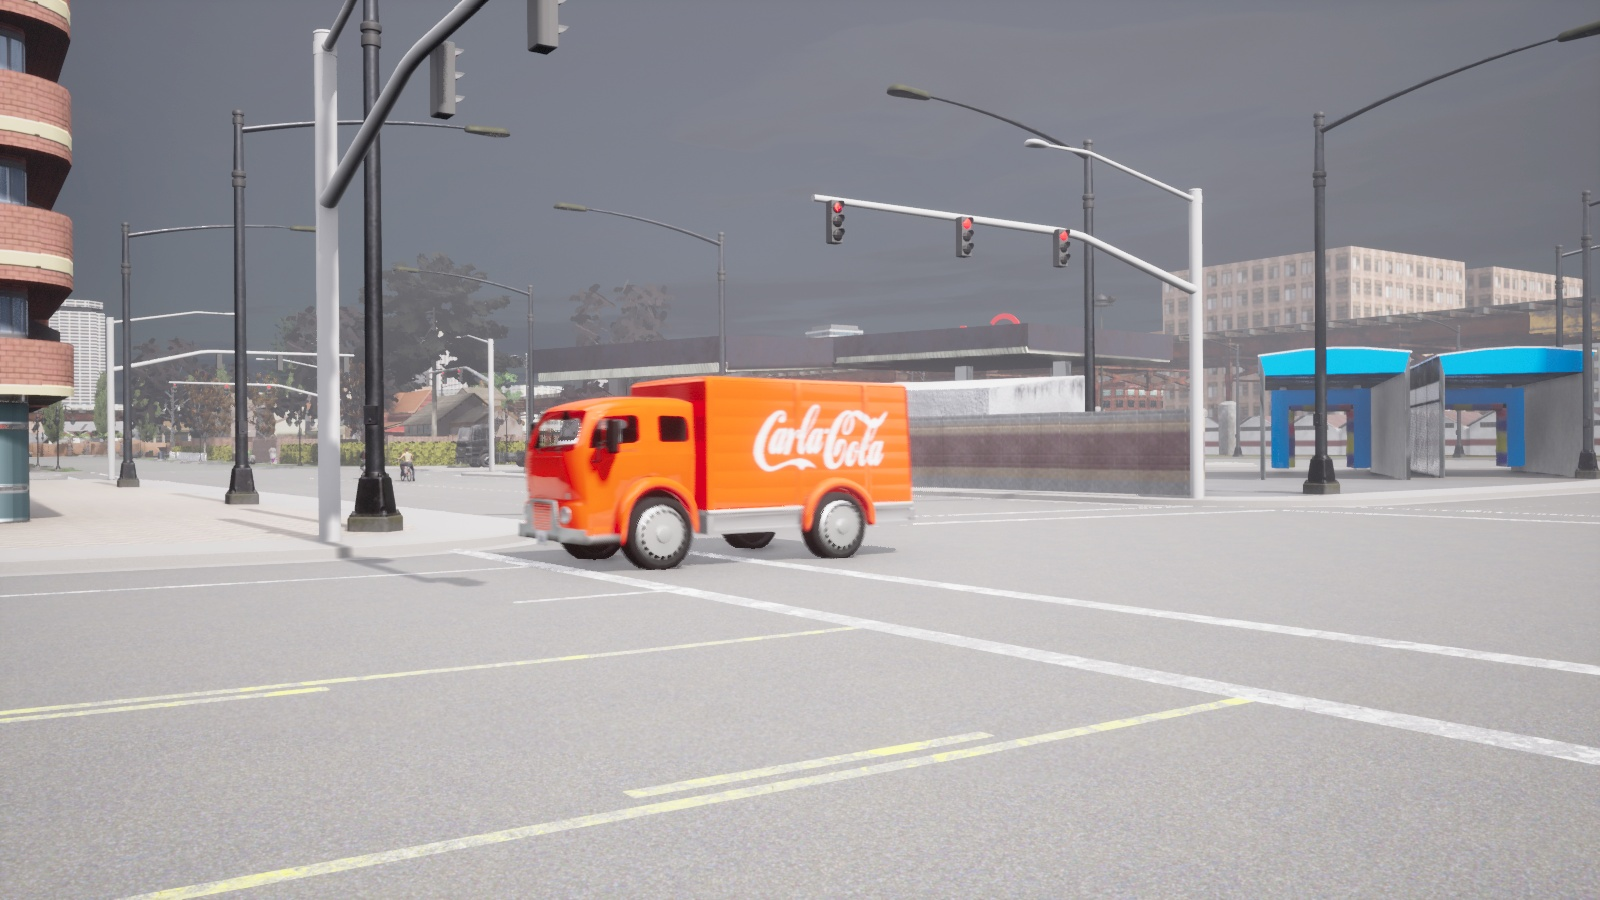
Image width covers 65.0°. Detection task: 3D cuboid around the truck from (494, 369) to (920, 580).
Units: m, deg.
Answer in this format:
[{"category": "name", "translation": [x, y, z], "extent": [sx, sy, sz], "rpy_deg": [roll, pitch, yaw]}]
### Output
[{"category": "truck", "translation": [-1.210, 0.269, 17.273], "extent": [5.204, 2.467, 2.627], "rpy_deg": [-1, 0, -35]}]

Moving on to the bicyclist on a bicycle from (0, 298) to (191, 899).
[{"category": "bicyclist on a bicycle", "translation": [-2.100, 0.623, 2.117], "extent": [1.843, 1.776, 0.659], "rpy_deg": [0, 0, -36]}]
